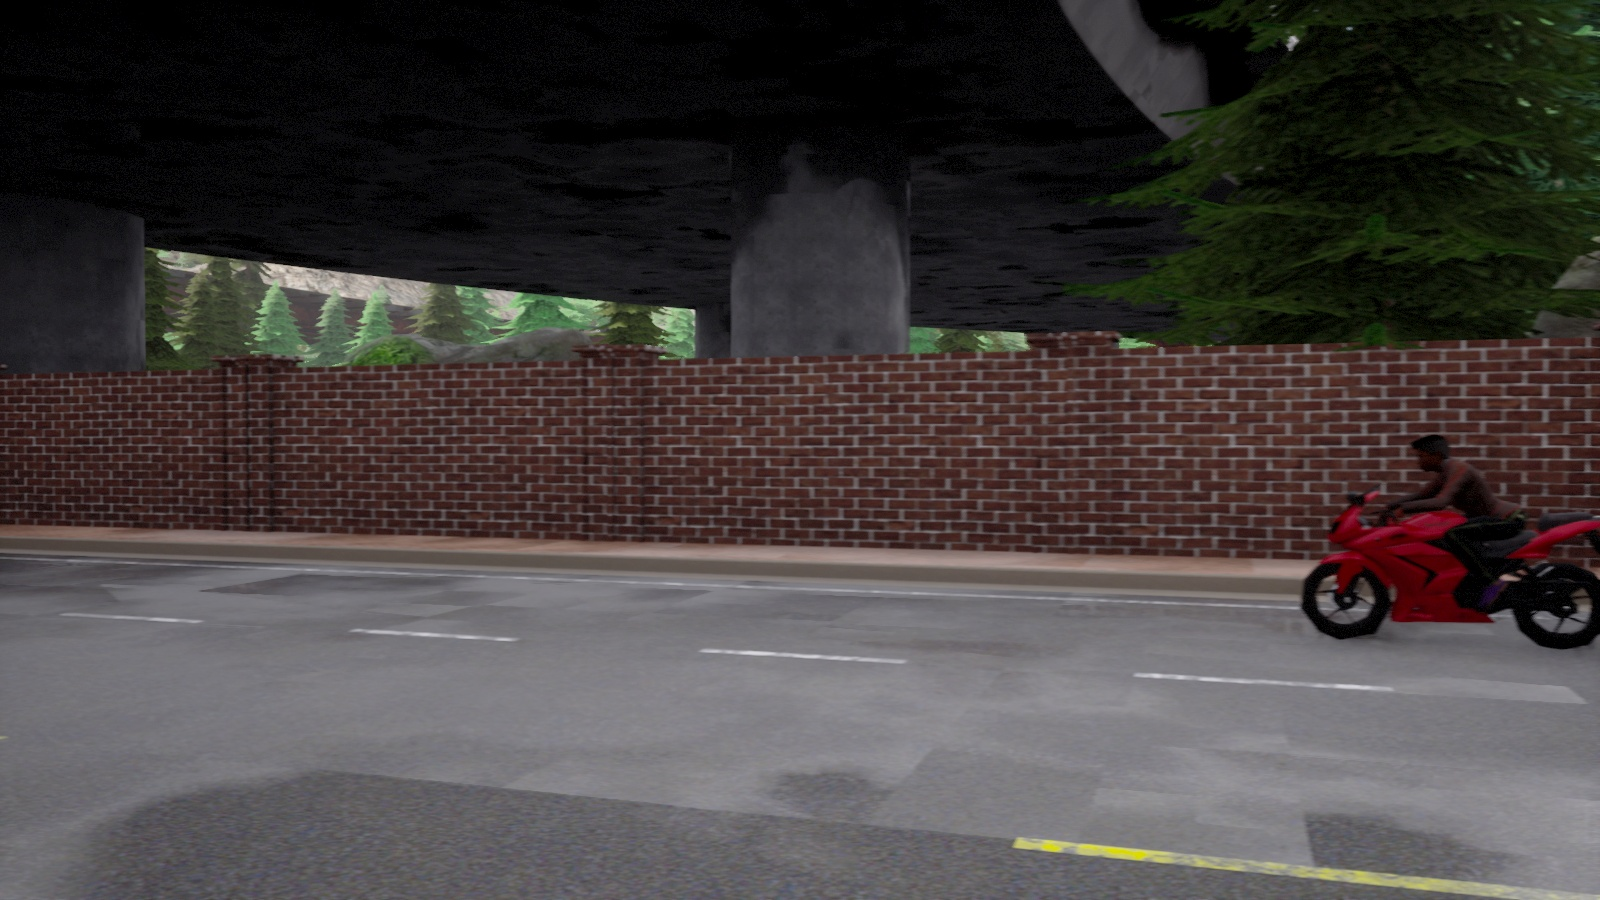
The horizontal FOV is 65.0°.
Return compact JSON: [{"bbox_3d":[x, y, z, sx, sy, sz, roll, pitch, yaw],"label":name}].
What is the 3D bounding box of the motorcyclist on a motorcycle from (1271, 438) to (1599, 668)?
[{"bbox_3d":[4.509,0.681,9.060,2.044,1.523,0.797,1,1,19],"label":"motorcyclist on a motorcycle"}]
